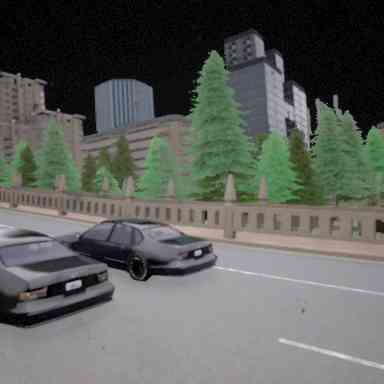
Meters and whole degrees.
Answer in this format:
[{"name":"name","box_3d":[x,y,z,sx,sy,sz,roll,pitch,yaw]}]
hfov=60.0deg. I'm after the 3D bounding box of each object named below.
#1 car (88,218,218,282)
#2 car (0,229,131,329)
[{"name":"car","box_3d":[-1.894,1.488,9.641,5.357,1.411,2.033,2,1,35]},{"name":"car","box_3d":[-3.946,1.488,6.805,5.357,1.411,2.033,2,1,35]}]
